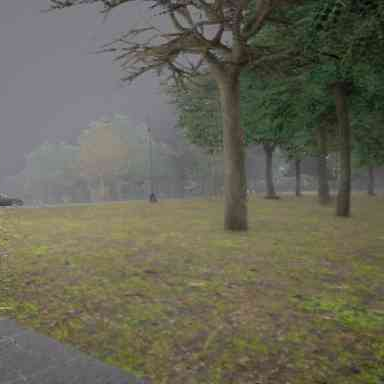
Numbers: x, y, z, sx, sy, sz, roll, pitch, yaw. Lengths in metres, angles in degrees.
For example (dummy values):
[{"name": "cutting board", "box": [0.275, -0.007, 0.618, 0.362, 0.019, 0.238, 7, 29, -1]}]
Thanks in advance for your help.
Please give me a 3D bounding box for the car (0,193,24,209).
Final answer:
[{"name": "car", "box": [-17.866, 0.846, 30.208, 2.128, 1.511, 4.902, -4, -1, 34]}]
